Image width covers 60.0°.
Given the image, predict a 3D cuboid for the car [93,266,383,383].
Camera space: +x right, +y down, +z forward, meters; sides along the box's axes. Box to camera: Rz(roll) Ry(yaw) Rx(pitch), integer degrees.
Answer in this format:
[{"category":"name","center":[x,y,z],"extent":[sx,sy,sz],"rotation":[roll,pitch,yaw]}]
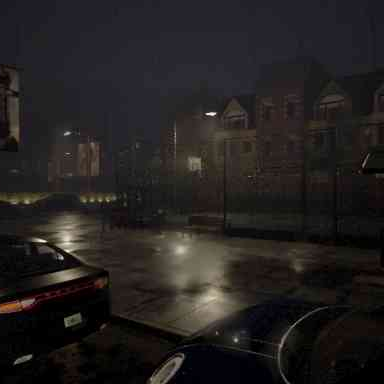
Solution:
[{"category":"car","center":[1.777,1.354,2.036],"extent":[4.553,1.767,2.185],"rotation":[0,0,35]}]

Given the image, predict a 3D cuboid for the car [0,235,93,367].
[{"category":"car","center":[-3.532,1.480,5.656],"extent":[5.008,1.535,2.097],"rotation":[0,0,35]}]

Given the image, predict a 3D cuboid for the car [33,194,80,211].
[{"category":"car","center":[-16.367,1.222,40.577],"extent":[2.150,2.045,5.566],"rotation":[0,0,35]}]

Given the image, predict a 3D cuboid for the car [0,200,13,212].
[{"category":"car","center":[-22.823,1.526,37.498],"extent":[1.812,1.442,4.674],"rotation":[0,0,36]}]

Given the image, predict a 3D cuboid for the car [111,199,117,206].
[{"category":"car","center":[-11.034,1.493,54.227],"extent":[2.128,1.511,4.902],"rotation":[0,0,35]}]
